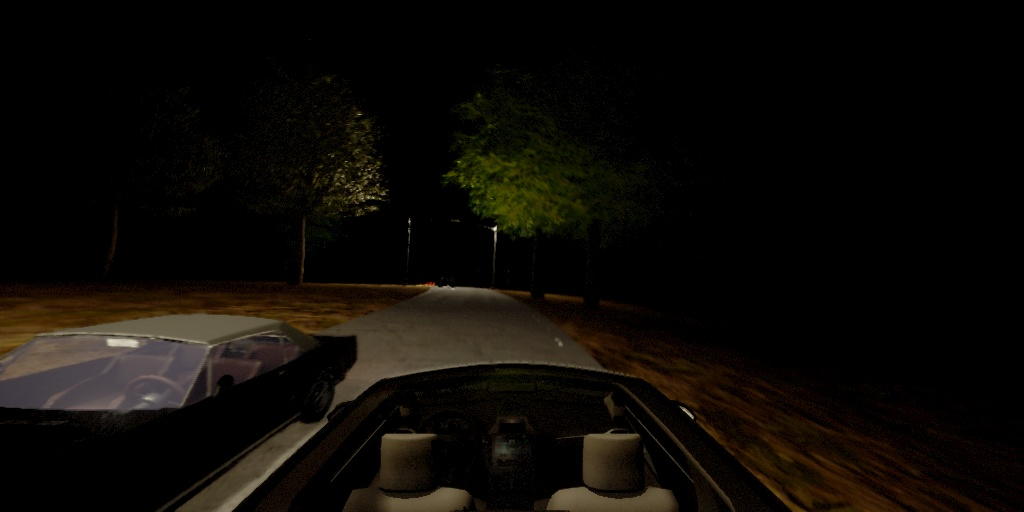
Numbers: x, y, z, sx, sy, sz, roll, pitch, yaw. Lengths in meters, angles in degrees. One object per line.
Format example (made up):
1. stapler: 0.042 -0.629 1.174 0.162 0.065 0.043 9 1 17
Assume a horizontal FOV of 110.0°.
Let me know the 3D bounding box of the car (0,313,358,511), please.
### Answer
1. car: -3.139 1.251 2.984 1.895 1.301 4.718 3 -2 -1

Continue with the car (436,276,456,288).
1. car: -7.948 3.209 44.093 2.033 1.411 5.357 4 -4 -12

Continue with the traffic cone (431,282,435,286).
1. traffic cone: -12.198 4.334 55.912 0.340 0.580 0.340 0 0 -16
